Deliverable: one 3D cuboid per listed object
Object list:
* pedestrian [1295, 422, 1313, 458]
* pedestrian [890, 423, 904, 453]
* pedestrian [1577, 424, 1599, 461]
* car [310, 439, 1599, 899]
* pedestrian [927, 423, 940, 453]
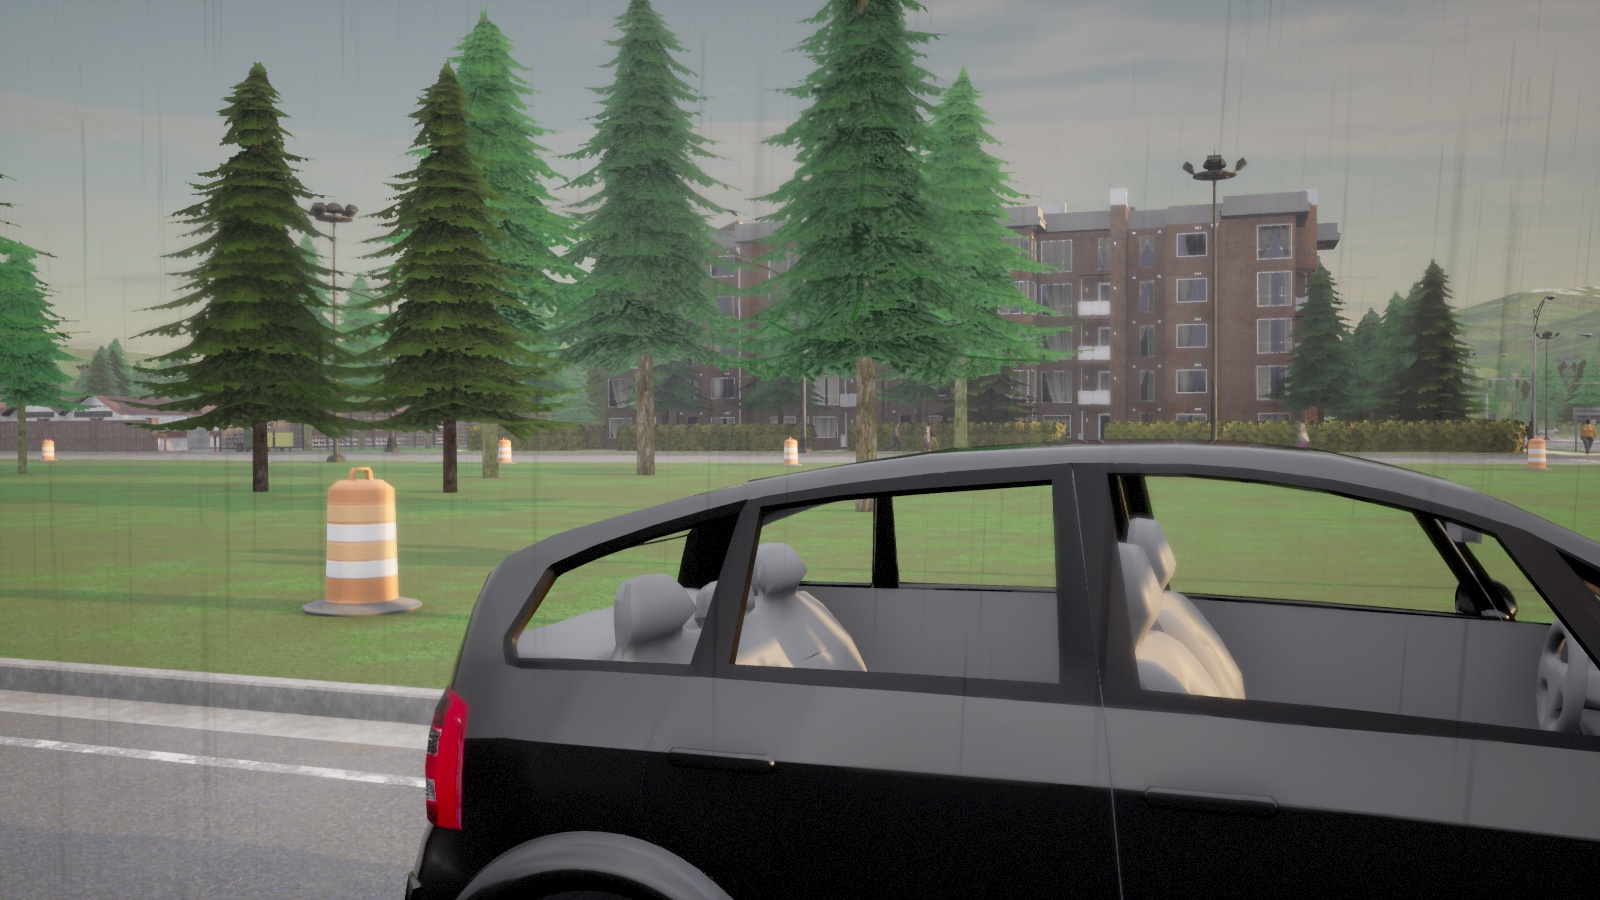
[{"bbox_3d":[28.197,-0.563,70.234,0.873,1.952,0.659,1,1,20],"label":"pedestrian"},{"bbox_3d":[6.004,-0.766,77.678,0.694,1.848,0.540,1,1,18],"label":"pedestrian"},{"bbox_3d":[39.971,-0.405,63.708,0.874,1.855,0.900,1,1,28],"label":"pedestrian"},{"bbox_3d":[1.036,0.764,2.844,3.705,1.549,1.789,0,1,19],"label":"car"},{"bbox_3d":[8.179,-0.745,76.882,0.703,1.840,0.431,1,1,19],"label":"pedestrian"}]
